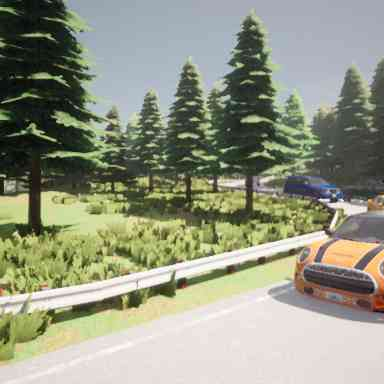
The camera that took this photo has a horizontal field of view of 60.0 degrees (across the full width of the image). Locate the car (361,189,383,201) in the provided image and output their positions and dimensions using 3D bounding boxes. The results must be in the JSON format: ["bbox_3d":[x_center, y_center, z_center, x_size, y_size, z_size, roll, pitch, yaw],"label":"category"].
[{"bbox_3d":[9.960,0.913,16.138,1.882,1.535,5.008,0,4,15],"label":"car"}]

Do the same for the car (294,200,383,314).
[{"bbox_3d":[4.255,1.254,7.482,4.553,1.767,2.097,-2,1,-41],"label":"car"}]

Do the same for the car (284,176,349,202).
[{"bbox_3d":[10.027,-0.288,28.073,2.150,2.045,5.566,1,4,-19],"label":"car"}]

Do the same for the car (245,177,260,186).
[{"bbox_3d":[9.176,-1.998,50.707,2.150,2.045,5.566,1,5,9],"label":"car"}]

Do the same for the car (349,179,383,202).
[{"bbox_3d":[14.211,-0.032,26.286,2.150,2.045,5.566,2,4,-10],"label":"car"}]
